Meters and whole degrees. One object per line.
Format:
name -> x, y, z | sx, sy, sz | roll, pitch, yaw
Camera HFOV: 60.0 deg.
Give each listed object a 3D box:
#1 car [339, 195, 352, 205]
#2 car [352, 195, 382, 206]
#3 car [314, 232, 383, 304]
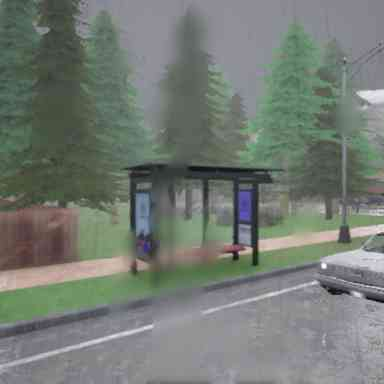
car -> 24.115, 1.051, 50.605 | 3.866, 1.878, 1.905 | 0, 0, -37
car -> 25.934, 1.048, 48.826 | 4.605, 1.855, 1.932 | 0, 0, -37
car -> 4.859, 1.583, 7.448 | 4.718, 1.301, 1.895 | 0, 0, -35
